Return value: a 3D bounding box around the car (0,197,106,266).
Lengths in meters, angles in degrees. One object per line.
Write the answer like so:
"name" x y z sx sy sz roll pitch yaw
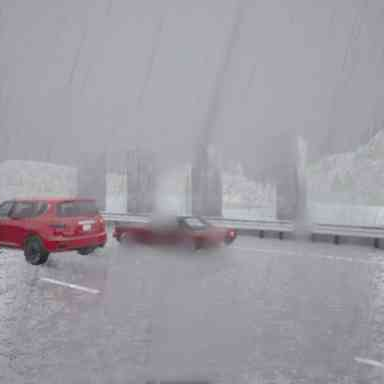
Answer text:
"car" -5.498 1.185 11.668 5.566 2.045 2.150 0 0 32

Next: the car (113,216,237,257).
"car" -0.803 1.562 12.804 4.718 1.301 1.895 0 0 33
